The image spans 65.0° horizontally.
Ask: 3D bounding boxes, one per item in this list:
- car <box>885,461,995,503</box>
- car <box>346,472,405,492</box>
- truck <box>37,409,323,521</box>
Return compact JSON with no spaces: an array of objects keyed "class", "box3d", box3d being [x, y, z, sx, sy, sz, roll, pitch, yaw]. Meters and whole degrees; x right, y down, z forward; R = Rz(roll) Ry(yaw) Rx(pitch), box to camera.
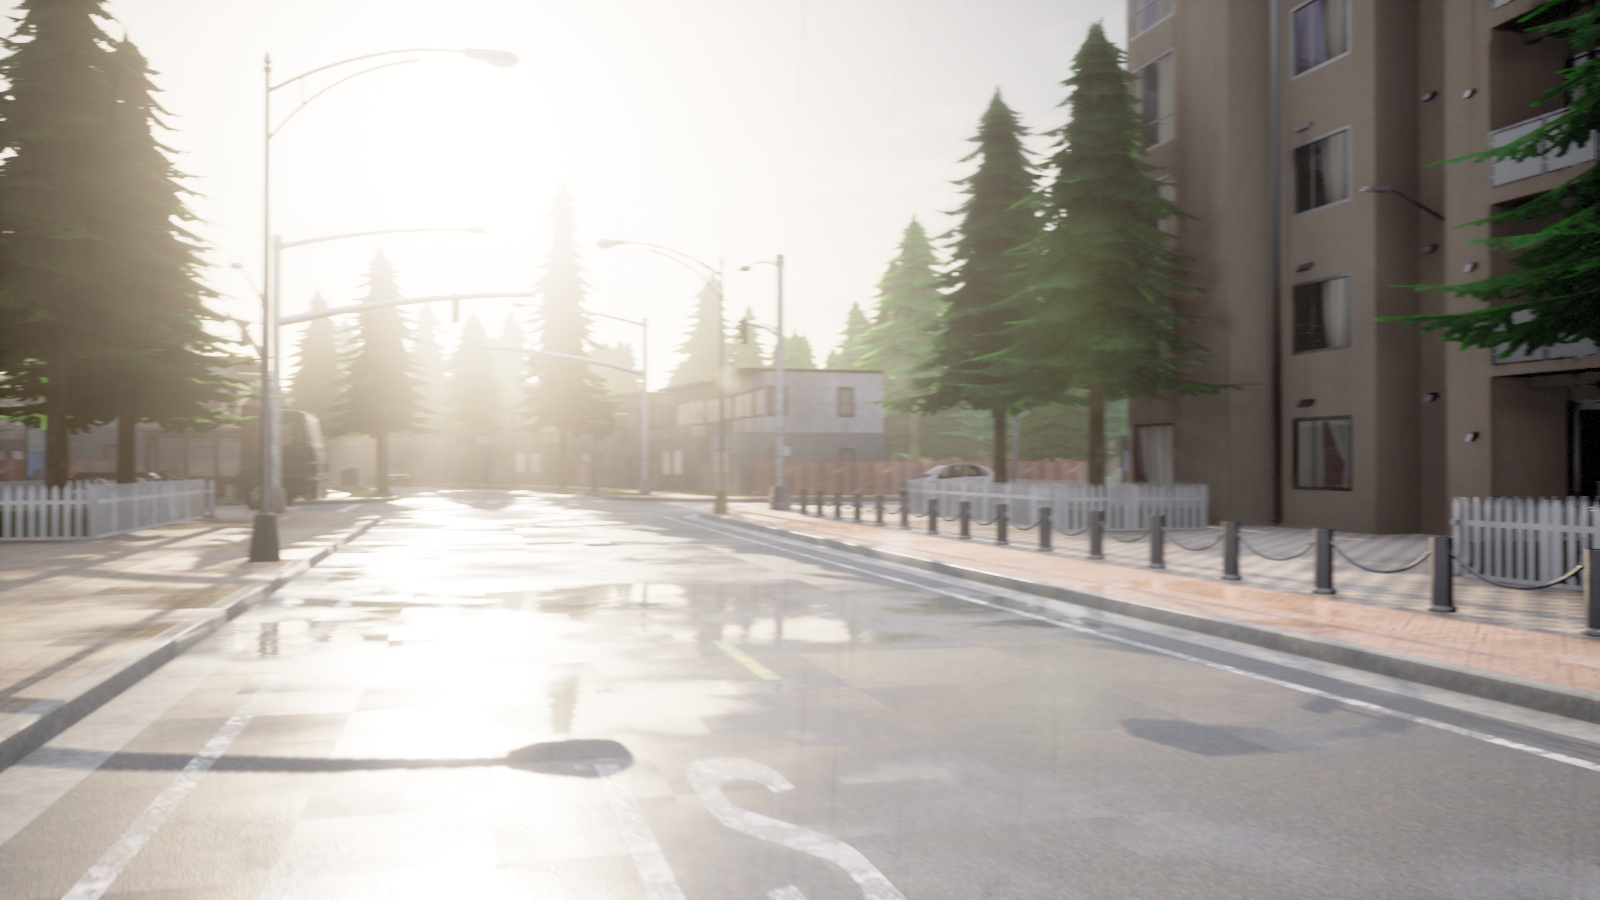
[{"class":"car","box3d":[5.652,1.274,50.854,3.988,1.617,1.851,0,-1,-14]},{"class":"car","box3d":[-28.768,2.134,85.013,1.895,1.301,4.718,0,-1,-44]},{"class":"truck","box3d":[-20.027,0.471,41.095,7.936,3.462,2.891,0,-1,-13]}]
